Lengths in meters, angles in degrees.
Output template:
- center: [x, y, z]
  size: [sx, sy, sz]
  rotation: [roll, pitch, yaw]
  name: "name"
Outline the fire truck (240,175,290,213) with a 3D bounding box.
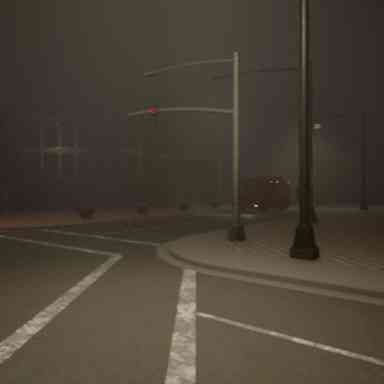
- center: [7.901, 0.165, 36.422]
  size: [2.891, 3.827, 8.468]
  rotation: [0, 0, 37]
  name: "fire truck"
